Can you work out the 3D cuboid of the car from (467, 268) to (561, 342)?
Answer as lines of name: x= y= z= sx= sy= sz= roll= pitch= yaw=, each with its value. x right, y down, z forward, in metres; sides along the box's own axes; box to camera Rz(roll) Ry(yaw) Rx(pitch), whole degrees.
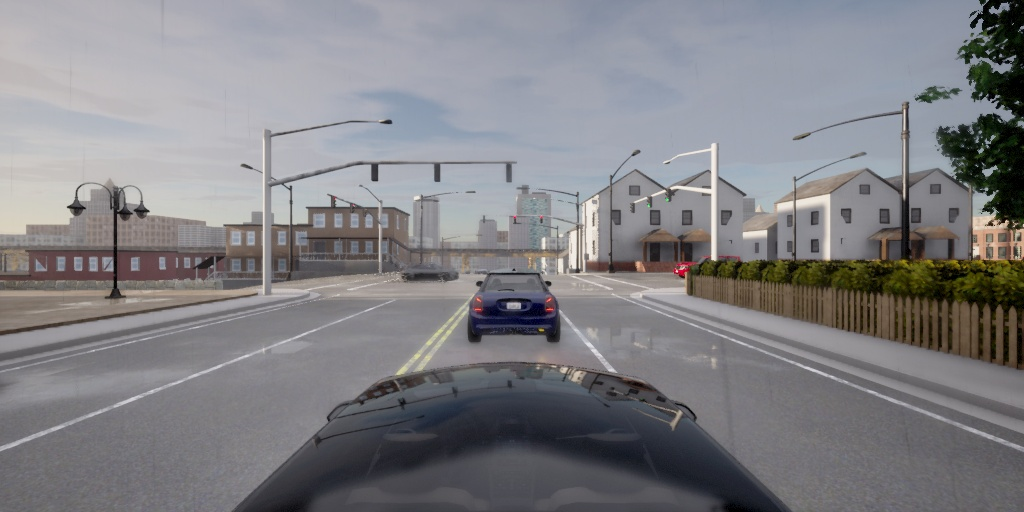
car: x=0.051 y=1.102 z=9.905 sx=2.097 sy=1.767 sz=4.553 roll=0 pitch=0 yaw=0

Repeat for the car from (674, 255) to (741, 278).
car: x=17.029 y=0.971 z=31.031 sx=5.566 sy=2.045 sz=2.150 roll=0 pitch=0 yaw=-1

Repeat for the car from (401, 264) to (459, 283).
car: x=-6.115 y=1.266 z=26.936 sx=4.181 sy=1.385 sz=1.994 roll=0 pitch=0 yaw=-1

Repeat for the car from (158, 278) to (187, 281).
car: x=-25.237 y=2.395 z=26.623 sx=4.674 sy=1.442 sz=1.812 roll=-9 pitch=0 yaw=-1

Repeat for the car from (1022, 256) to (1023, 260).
car: x=42.772 y=0.971 z=27.757 sx=5.566 sy=2.045 sz=2.150 roll=0 pitch=0 yaw=-1
